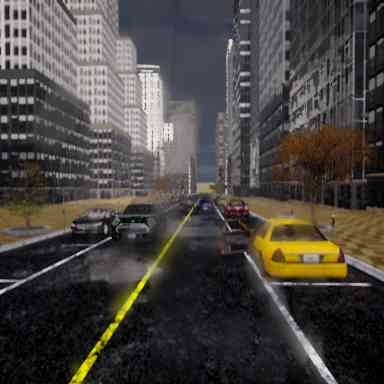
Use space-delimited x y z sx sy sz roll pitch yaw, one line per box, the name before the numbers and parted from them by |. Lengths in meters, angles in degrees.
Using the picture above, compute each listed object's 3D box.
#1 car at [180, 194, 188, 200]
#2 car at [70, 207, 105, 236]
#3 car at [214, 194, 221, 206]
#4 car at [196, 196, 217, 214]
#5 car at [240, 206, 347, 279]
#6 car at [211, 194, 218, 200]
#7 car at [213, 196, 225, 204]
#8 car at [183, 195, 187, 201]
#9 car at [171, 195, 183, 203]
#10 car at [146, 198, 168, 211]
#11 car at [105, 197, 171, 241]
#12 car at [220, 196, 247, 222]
car | -2.204 1.369 90.919 1.802 1.307 4.206 -1 0 2
car | -5.034 1.499 17.849 2.008 1.369 4.403 -1 0 2
car | 4.652 1.386 51.420 1.752 1.417 4.829 -1 0 2
car | 1.373 1.428 34.341 1.812 1.442 4.674 0 0 3
car | 2.714 1.425 9.859 1.801 1.575 5.366 0 0 2
car | 6.176 1.310 90.764 1.752 1.417 4.829 -1 0 2
car | 5.082 1.403 62.491 1.947 1.339 4.313 -1 0 2
car | -2.640 1.351 79.678 1.887 1.381 4.507 -1 0 2
car | -3.295 1.279 62.815 1.967 1.590 4.097 -1 0 2
car | -4.163 1.440 40.332 2.008 1.369 4.403 -1 0 2
car | -2.483 1.303 16.454 2.097 1.767 4.553 0 0 2
car | 3.773 1.356 28.766 1.967 1.590 4.097 -1 0 2
